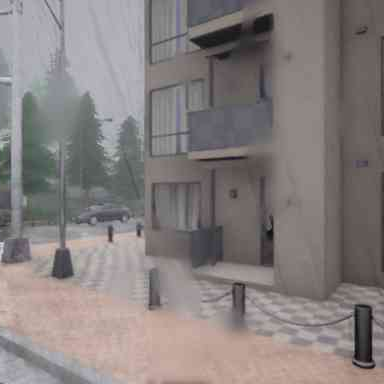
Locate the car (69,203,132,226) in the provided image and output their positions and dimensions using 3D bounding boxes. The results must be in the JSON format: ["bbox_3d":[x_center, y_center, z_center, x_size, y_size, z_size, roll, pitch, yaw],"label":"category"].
[{"bbox_3d":[-6.564,1.576,24.282,1.837,1.490,4.892,0,0,35],"label":"car"}]
